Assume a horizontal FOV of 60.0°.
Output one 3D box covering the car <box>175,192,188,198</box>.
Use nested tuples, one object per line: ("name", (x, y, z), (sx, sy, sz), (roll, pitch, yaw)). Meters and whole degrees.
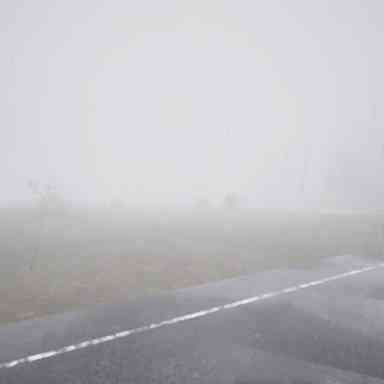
("car", (-2.732, 0.959, 70.646), (2.150, 2.045, 5.566), (0, 0, -34))

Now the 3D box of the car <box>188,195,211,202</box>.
("car", (1.742, 1.369, 64.032), (1.837, 1.490, 4.892), (0, 0, -33))
